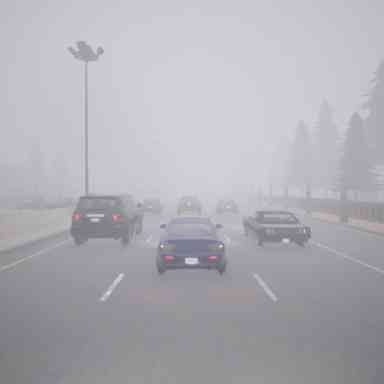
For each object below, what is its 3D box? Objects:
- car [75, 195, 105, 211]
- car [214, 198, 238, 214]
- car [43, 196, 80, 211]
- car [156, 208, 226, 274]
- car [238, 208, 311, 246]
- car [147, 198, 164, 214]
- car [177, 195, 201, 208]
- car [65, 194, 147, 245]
[{"bbox_3d":[-11.004,1.168,36.256,1.882,1.535,5.008,0,1,-1],"label":"car"},{"bbox_3d":[3.238,1.284,31.785,1.994,1.385,4.181,0,0,-1],"label":"car"},{"bbox_3d":[-14.518,1.231,37.336,2.033,1.411,5.357,0,1,-1],"label":"car"},{"bbox_3d":[-0.027,1.436,10.171,1.812,1.442,4.674,0,1,0],"label":"car"},{"bbox_3d":[3.437,1.471,14.473,1.895,1.301,4.718,0,0,-1],"label":"car"},{"bbox_3d":[-3.761,1.290,31.655,1.994,1.385,4.181,0,0,-1],"label":"car"},{"bbox_3d":[-0.254,1.082,30.896,2.097,1.767,4.553,0,1,-1],"label":"car"},{"bbox_3d":[-3.567,1.093,14.853,2.150,2.045,5.566,0,1,-1],"label":"car"}]
